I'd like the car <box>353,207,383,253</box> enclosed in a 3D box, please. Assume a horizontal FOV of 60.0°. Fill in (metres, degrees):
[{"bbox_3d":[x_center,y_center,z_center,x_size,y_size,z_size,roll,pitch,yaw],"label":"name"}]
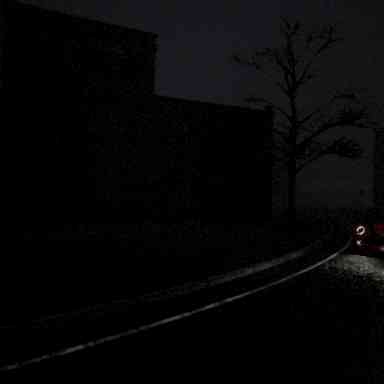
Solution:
[{"bbox_3d":[7.968,1.454,13.740,2.097,1.767,4.553,0,0,30],"label":"car"}]
